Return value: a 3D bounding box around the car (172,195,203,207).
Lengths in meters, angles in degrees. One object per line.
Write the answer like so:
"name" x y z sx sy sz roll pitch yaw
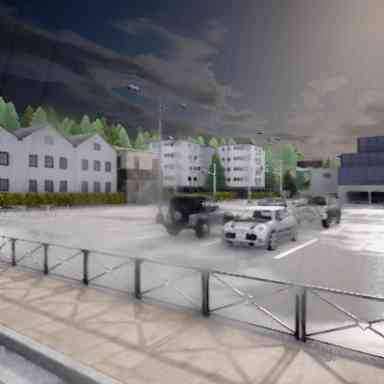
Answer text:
"car" -0.536 1.244 47.347 1.837 1.490 4.892 0 1 36

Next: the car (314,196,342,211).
"car" 14.756 1.208 35.971 1.970 1.475 3.806 0 0 35

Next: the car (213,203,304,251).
"car" 2.758 1.347 13.183 1.970 1.475 3.806 0 0 35

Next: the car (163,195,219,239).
"car" 0.393 1.055 15.597 1.905 1.878 3.866 0 0 35

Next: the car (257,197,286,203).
"car" 7.702 1.266 32.318 2.007 1.523 4.514 0 0 35

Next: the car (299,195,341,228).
"car" 7.611 1.083 20.136 1.932 1.855 4.605 0 0 35
